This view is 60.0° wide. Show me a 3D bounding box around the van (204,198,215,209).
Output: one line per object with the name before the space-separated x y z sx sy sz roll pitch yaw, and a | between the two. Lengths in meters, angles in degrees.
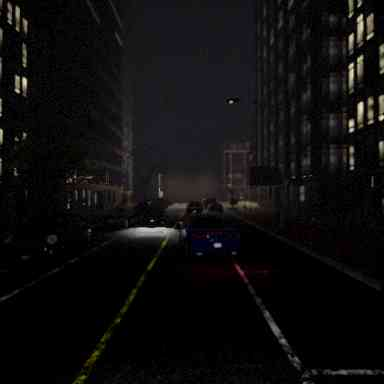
van | 2.907 1.881 56.908 1.690 1.788 3.998 0 -1 0

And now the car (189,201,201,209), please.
car | 0.430 2.118 54.708 1.895 1.301 4.718 0 -1 0

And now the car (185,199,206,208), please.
car | 0.323 1.859 37.594 1.837 1.490 4.892 0 -1 0

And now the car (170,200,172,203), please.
car | -4.973 1.852 56.956 2.192 1.841 5.009 0 -1 0

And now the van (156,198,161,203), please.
van | -5.076 1.719 40.281 1.690 1.788 3.998 0 -1 0

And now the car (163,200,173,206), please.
car | -4.904 2.226 68.071 1.802 1.307 4.206 0 -1 0

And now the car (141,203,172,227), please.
car | -2.706 1.794 24.567 1.994 1.385 4.181 0 -1 0

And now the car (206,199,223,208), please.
car | 2.804 1.931 40.231 2.008 1.369 4.403 0 -1 0

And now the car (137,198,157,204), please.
car | -5.110 1.765 34.722 1.967 1.590 4.097 0 -1 0

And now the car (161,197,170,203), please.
car | -5.008 1.799 51.398 2.192 1.841 5.009 0 -1 0

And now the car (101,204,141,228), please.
car | -5.178 1.771 23.604 2.008 1.369 4.403 0 -1 0

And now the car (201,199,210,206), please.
car | 3.011 2.227 73.751 1.752 1.417 4.829 0 -1 0

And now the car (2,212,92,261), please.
car | -5.247 1.556 12.489 1.967 1.590 4.097 0 -1 0

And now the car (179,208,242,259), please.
car | 0.565 1.603 13.245 1.882 1.535 5.008 0 -1 -6
